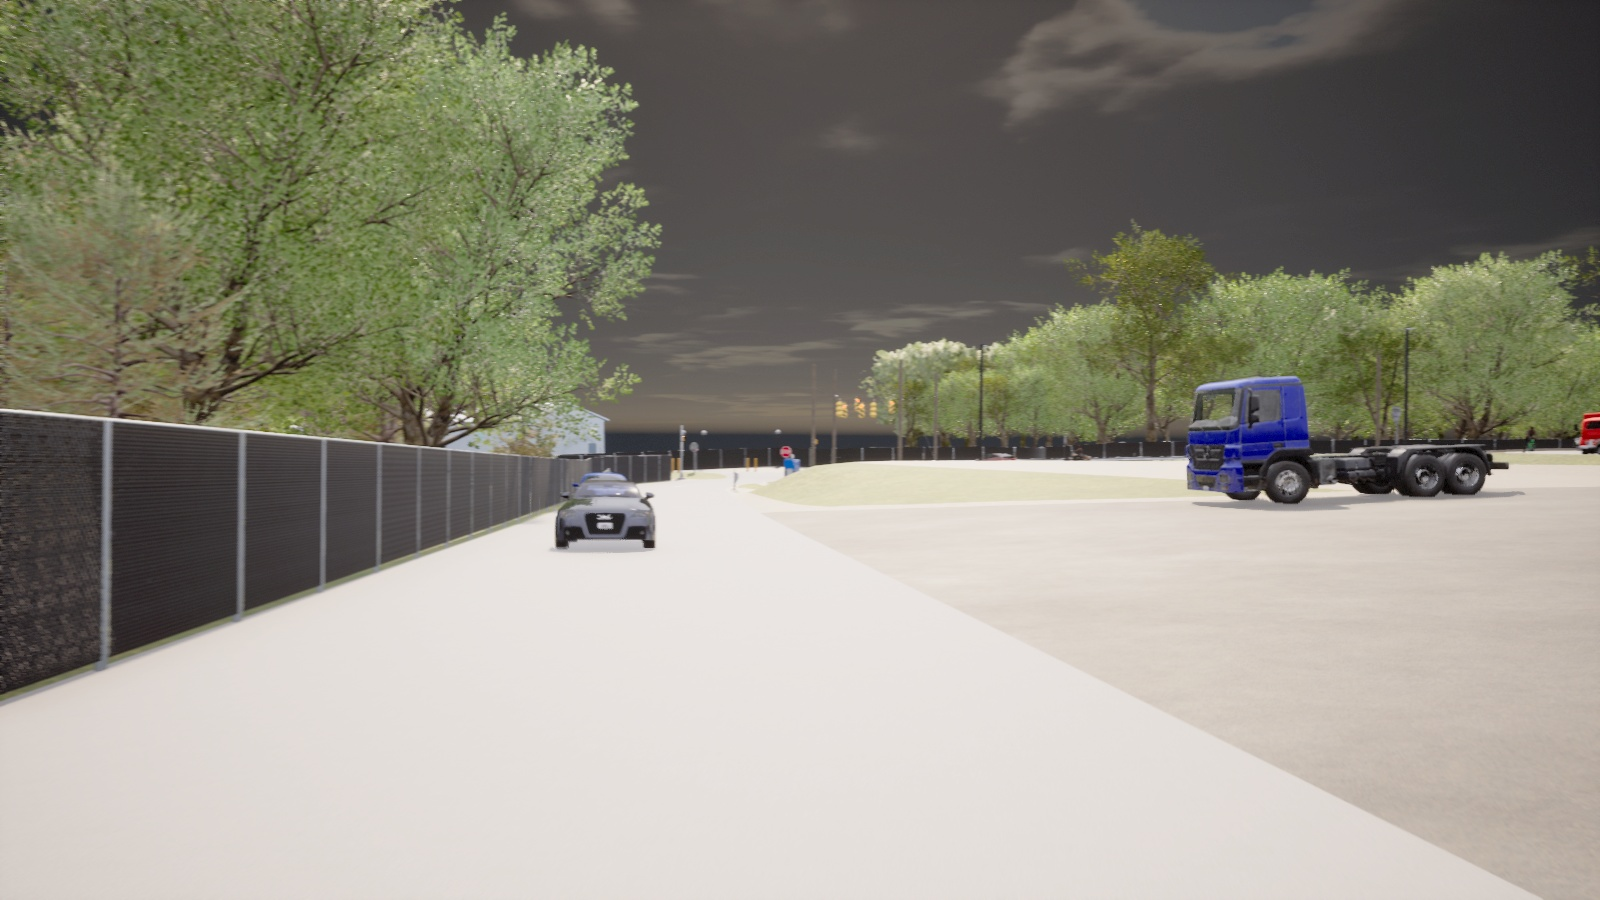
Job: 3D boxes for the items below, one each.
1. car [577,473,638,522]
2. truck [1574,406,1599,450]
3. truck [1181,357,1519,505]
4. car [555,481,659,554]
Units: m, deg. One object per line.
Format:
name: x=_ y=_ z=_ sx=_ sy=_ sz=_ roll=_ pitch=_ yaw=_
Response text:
car: x=-6.545 y=1.557 z=42.314 sx=1.882 sy=1.535 sz=5.008 roll=0 pitch=-1 yaw=-11
truck: x=48.934 y=-1.434 z=75.814 sx=2.627 sy=2.467 sz=5.204 roll=-5 pitch=-1 yaw=44
truck: x=14.889 y=-0.522 z=34.274 sx=7.936 sy=3.462 sz=2.891 roll=-3 pitch=0 yaw=-7
car: x=-3.990 y=1.360 z=26.415 sx=1.994 sy=1.385 sz=4.181 roll=0 pitch=-1 yaw=-7
